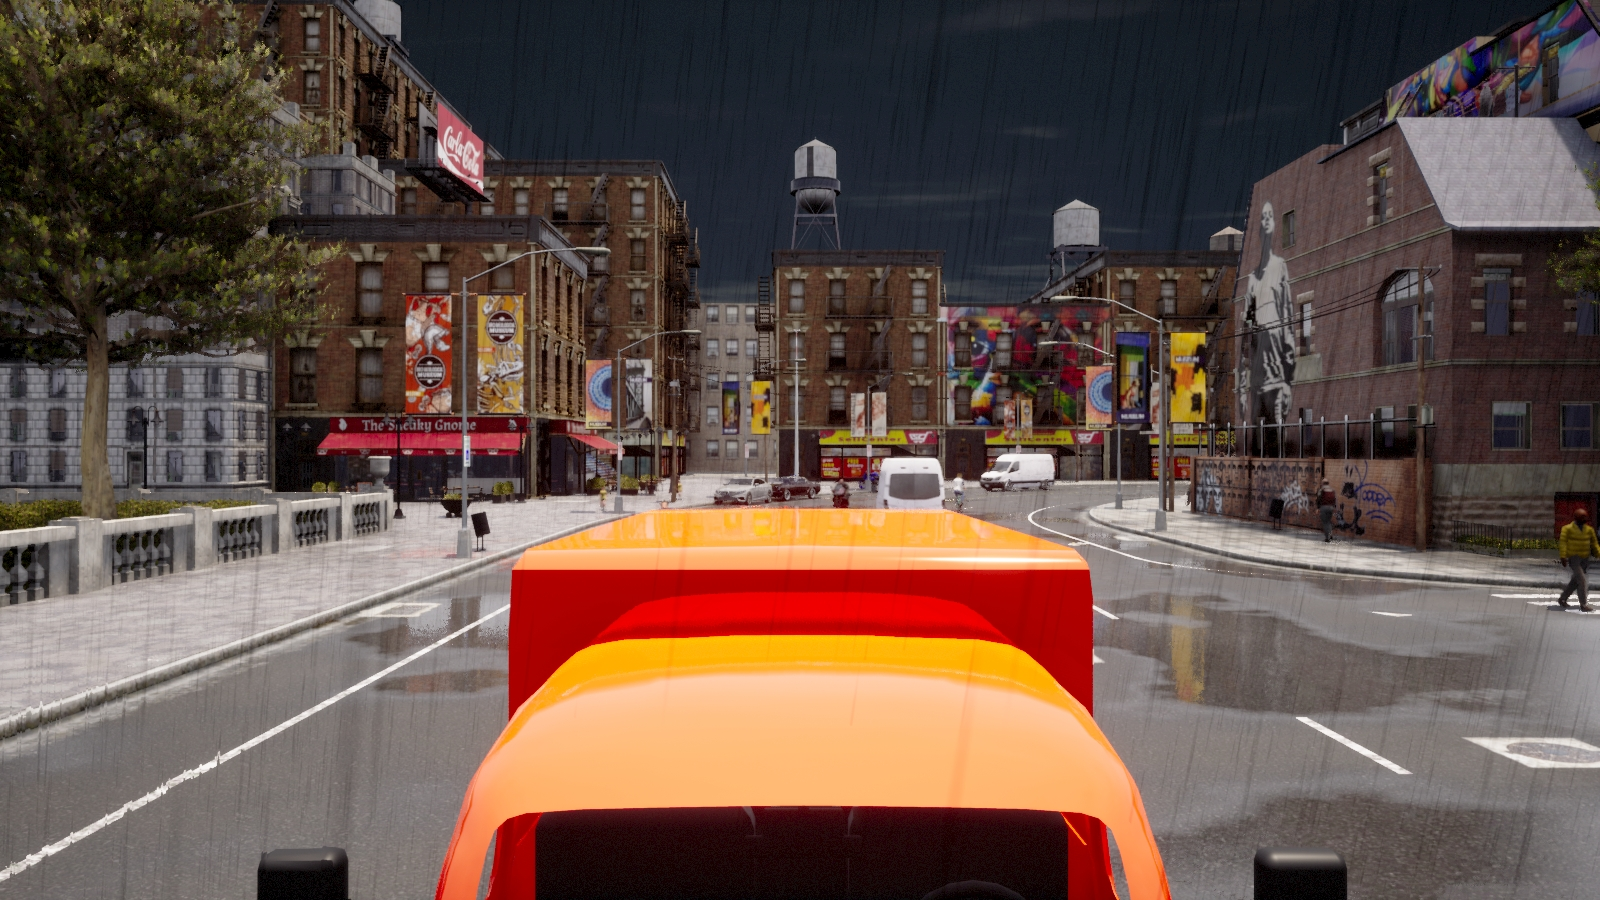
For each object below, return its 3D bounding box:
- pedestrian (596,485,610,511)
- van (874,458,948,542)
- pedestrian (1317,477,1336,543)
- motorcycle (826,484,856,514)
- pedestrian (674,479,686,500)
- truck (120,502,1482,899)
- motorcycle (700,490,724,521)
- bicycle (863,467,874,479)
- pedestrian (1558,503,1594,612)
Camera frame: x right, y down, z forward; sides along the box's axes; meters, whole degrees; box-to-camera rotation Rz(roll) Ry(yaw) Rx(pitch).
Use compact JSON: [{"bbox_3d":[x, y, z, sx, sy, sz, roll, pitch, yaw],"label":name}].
[{"bbox_3d":[-8.625,2.096,50.093,0.500,1.100,0.500,0,0,2],"label":"pedestrian"},{"bbox_3d":[3.594,1.549,37.960,1.988,2.561,5.915,0,0,1],"label":"van"},{"bbox_3d":[15.027,1.709,32.607,0.375,1.860,0.375,0,0,0],"label":"pedestrian"},{"bbox_3d":[1.889,2.225,51.977,0.867,1.251,2.209,0,0,15],"label":"motorcycle"},{"bbox_3d":[-6.377,2.100,60.721,0.500,1.100,0.500,0,0,22],"label":"pedestrian"},{"bbox_3d":[-0.002,1.571,4.805,2.627,2.467,5.204,0,0,0],"label":"truck"},{"bbox_3d":[-3.554,2.231,46.137,0.803,1.145,2.033,0,0,0],"label":"motorcycle"},{"bbox_3d":[6.740,2.249,112.062,0.373,1.196,1.643,0,0,30],"label":"bicycle"},{"bbox_3d":[13.518,1.857,19.900,0.375,1.860,0.375,0,0,0],"label":"pedestrian"}]
